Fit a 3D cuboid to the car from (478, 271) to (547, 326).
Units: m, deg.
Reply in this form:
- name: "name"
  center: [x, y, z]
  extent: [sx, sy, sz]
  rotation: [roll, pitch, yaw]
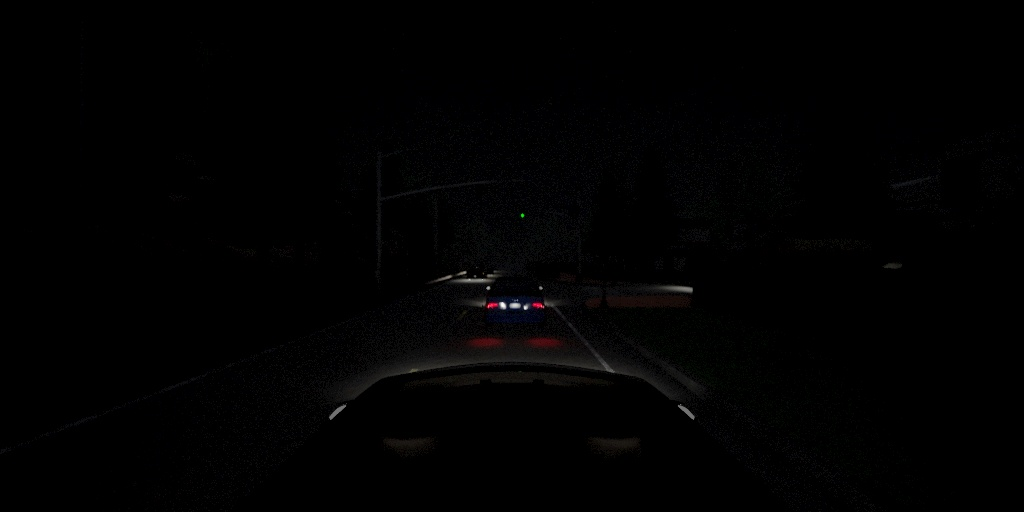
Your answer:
- name: "car"
  center: [0.087, 1.384, 12.014]
  extent: [2.033, 1.411, 5.357]
  rotation: [0, 0, 0]

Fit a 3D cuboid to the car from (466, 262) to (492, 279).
- name: "car"
  center: [-3.598, 1.599, 37.612]
  extent: [2.033, 1.411, 5.357]
  rotation: [0, 0, 0]

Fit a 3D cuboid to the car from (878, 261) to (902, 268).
- name: "car"
  center: [26.522, 1.318, 24.107]
  extent: [5.566, 2.045, 2.150]
  rotation: [0, 0, 13]

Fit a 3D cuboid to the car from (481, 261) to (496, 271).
- name: "car"
  center: [-3.599, 1.487, 47.459]
  extent: [2.097, 1.767, 4.553]
  rotation: [0, 0, 0]
